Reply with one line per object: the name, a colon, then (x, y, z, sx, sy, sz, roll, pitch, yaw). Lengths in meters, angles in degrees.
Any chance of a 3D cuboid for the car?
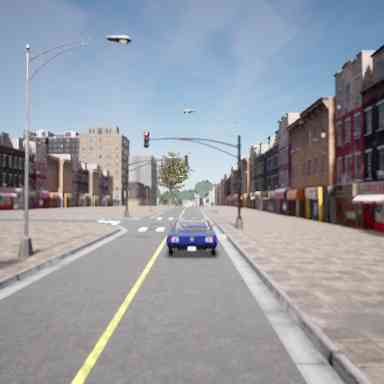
car: (0.009, 1.762, 14.117, 1.895, 1.301, 4.718, 0, -1, 0)
